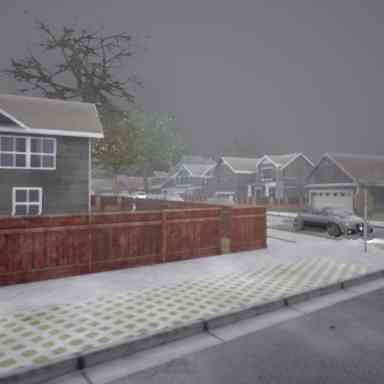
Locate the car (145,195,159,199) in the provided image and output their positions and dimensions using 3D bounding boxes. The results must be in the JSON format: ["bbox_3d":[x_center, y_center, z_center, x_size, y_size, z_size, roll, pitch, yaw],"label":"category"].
[{"bbox_3d":[-5.127,1.401,51.046,1.895,1.301,4.718,0,0,-28],"label":"car"}]

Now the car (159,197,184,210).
[{"bbox_3d":[-1.772,1.368,37.930,1.812,1.442,4.674,0,0,-26],"label":"car"}]

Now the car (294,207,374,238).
[{"bbox_3d":[7.252,1.511,17.398,1.994,1.385,4.181,0,0,-20],"label":"car"}]

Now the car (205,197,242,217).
[{"bbox_3d":[2.646,1.241,28.351,2.097,1.767,4.553,0,0,-25],"label":"car"}]

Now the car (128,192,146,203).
[{"bbox_3d":[-9.906,0.982,59.723,2.150,2.045,5.566,0,0,-30],"label":"car"}]
